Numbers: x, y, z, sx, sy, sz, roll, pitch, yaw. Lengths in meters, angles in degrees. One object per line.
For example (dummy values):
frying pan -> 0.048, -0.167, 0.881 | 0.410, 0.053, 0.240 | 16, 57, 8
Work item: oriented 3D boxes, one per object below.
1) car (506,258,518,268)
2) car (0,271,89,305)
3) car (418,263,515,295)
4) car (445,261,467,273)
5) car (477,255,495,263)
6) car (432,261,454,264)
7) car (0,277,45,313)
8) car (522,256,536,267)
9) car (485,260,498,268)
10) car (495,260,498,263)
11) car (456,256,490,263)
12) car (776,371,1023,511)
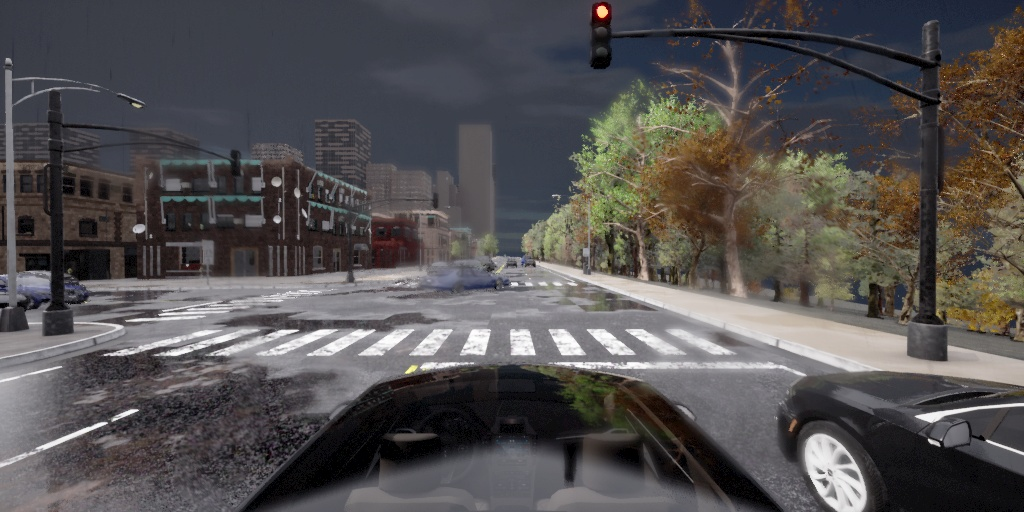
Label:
car -> -0.046, 1.231, 62.988 | 1.837, 1.490, 4.892 | 0, 0, 0
car -> -21.157, 1.511, 15.347 | 4.674, 1.442, 1.812 | -1, 1, 0
car -> -2.517, 1.293, 19.976 | 2.033, 1.411, 5.357 | 0, 0, 42
car -> -6.683, 1.336, 43.487 | 1.895, 1.301, 4.718 | 0, 0, 0
car -> -3.435, 0.958, 41.278 | 2.150, 2.045, 5.566 | 0, 0, 0
car -> -6.664, 1.218, 33.525 | 1.882, 1.535, 5.008 | 0, 0, 0
car -> -19.973, 1.565, 12.639 | 4.313, 1.339, 1.948 | 0, 0, 0
car -> 3.203, 1.231, 63.662 | 1.837, 1.490, 4.892 | 0, 0, 0
car -> -3.449, 1.329, 61.065 | 1.895, 1.301, 4.718 | 0, 0, 1
car -> -3.457, 1.296, 50.784 | 1.994, 1.385, 4.181 | 0, 0, 0
car -> -3.413, 1.093, 31.699 | 2.097, 1.767, 4.553 | 0, 0, 0
car -> 3.366, 1.255, 1.263 | 1.837, 1.490, 4.892 | 0, 0, -2
